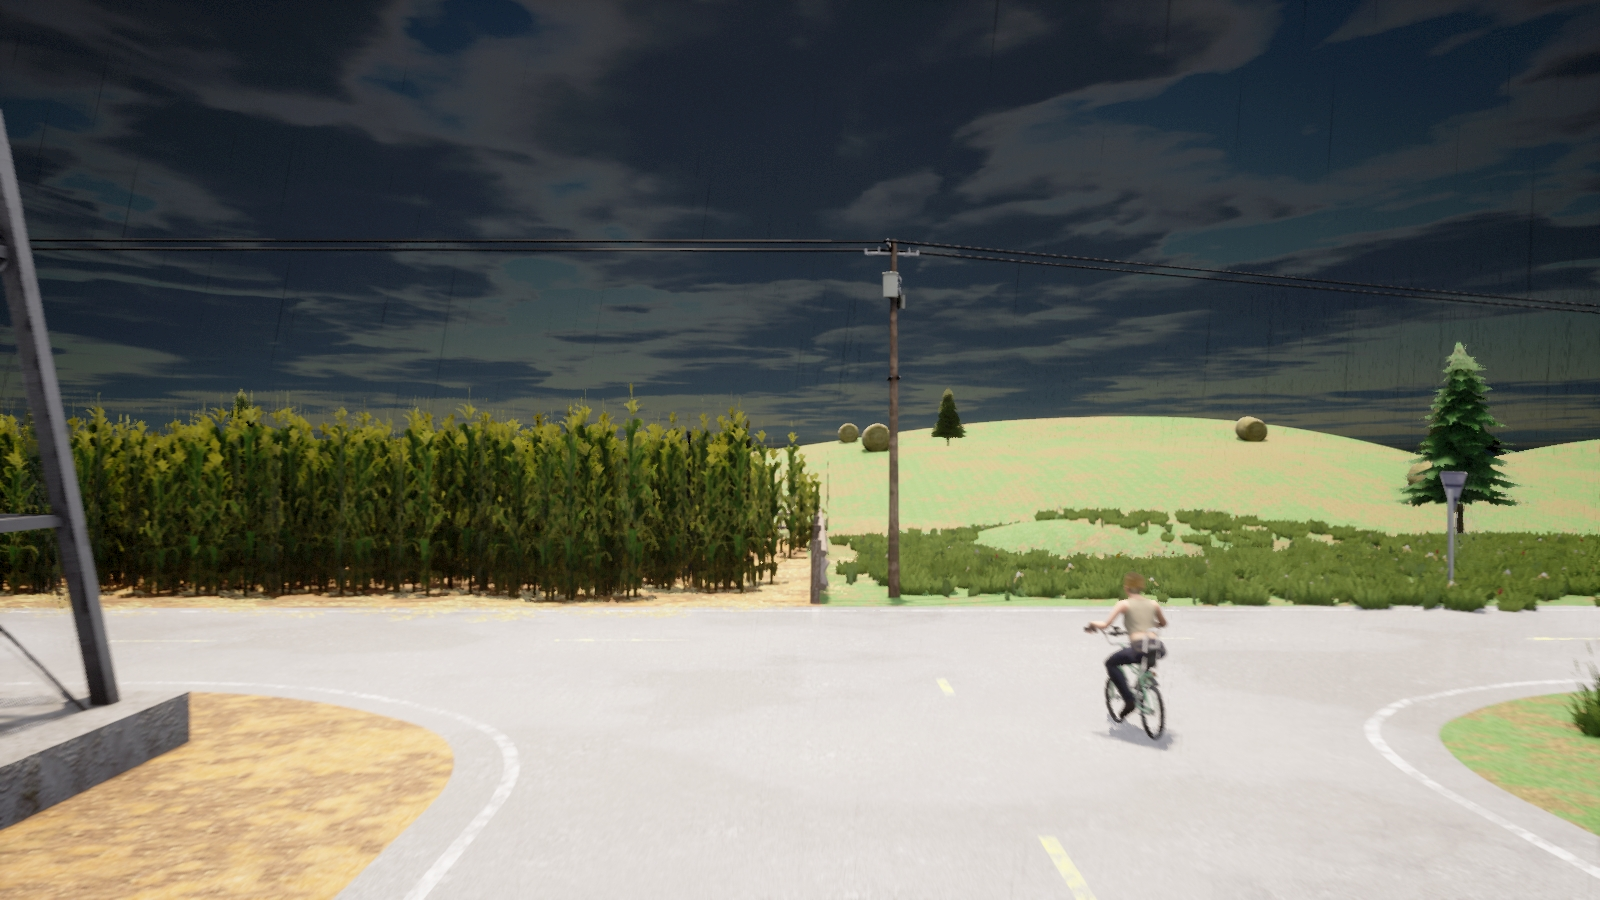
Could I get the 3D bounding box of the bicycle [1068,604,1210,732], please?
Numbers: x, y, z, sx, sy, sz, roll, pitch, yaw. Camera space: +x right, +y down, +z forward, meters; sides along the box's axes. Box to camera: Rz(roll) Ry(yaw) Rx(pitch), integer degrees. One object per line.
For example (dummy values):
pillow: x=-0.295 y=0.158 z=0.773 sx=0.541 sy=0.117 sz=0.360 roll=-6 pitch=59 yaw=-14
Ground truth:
bicycle: x=3.369 y=2.153 z=11.503 sx=0.859 sy=1.080 sz=1.487 roll=0 pitch=-4 yaw=-5
